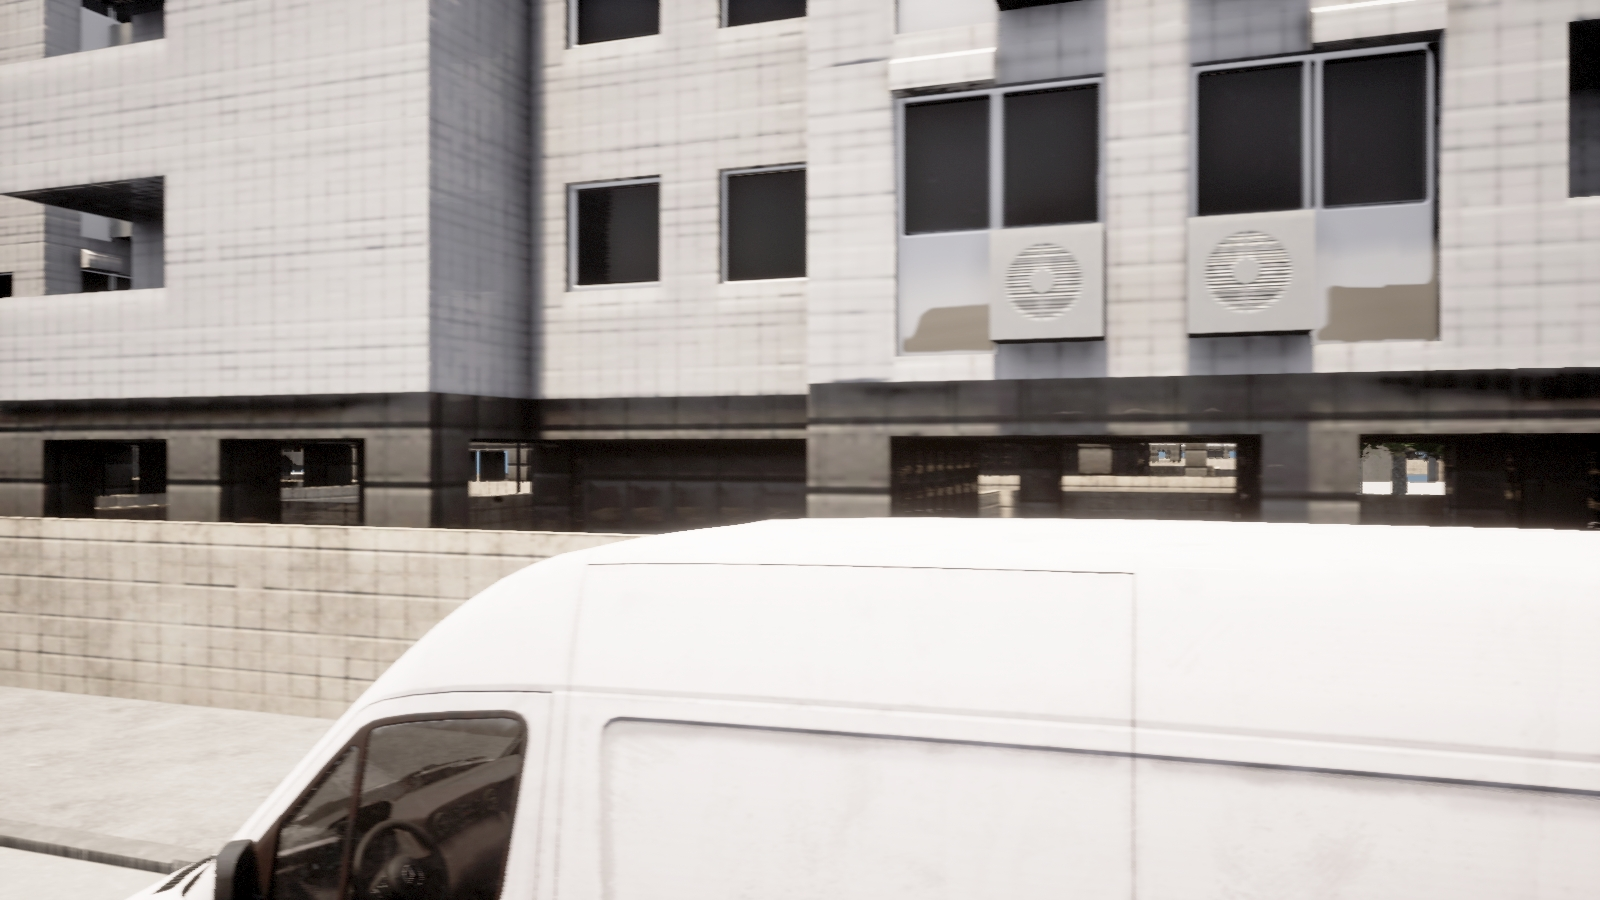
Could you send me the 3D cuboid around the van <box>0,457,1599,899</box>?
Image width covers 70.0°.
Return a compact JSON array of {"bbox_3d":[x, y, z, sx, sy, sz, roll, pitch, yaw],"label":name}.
[{"bbox_3d":[0.148,1.314,3.812,5.915,2.561,1.988,0,0,20],"label":"van"}]
